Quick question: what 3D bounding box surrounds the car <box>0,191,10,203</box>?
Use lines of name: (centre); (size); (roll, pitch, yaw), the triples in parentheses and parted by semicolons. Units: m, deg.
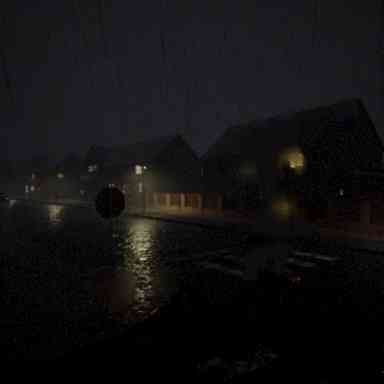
car: (-24.772, 0.690, 42.582); (1.837, 1.490, 4.892); (-2, 2, -41)
